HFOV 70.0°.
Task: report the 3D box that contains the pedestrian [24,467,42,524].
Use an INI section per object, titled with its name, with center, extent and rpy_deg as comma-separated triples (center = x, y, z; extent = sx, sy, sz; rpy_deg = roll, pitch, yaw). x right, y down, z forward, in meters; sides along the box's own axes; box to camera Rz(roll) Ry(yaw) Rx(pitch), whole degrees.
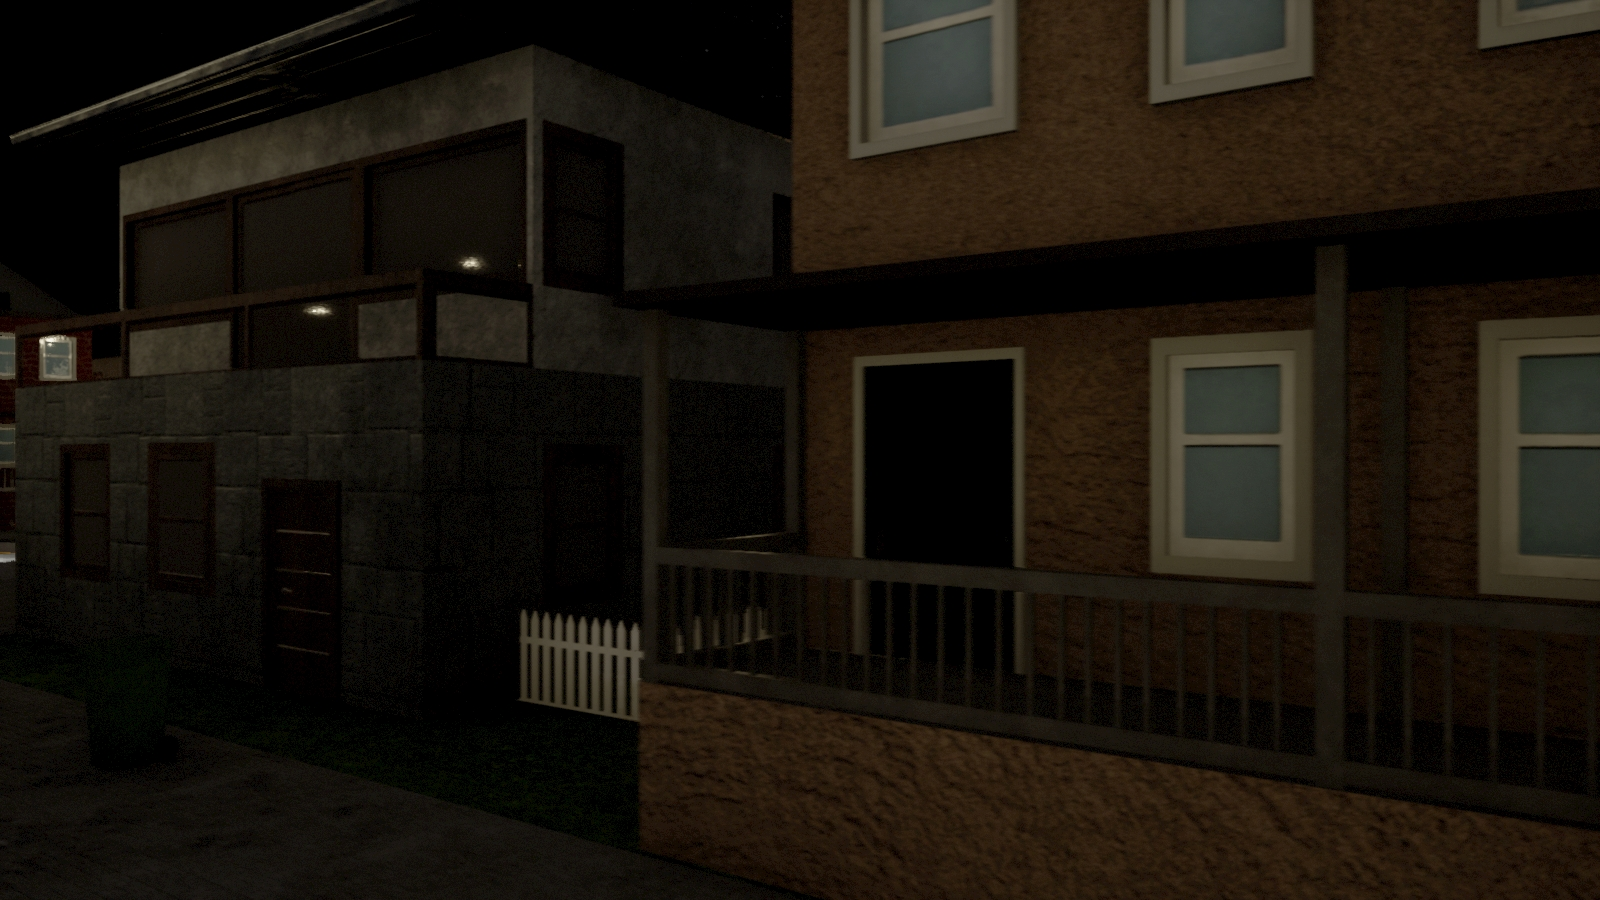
[pedestrian]
center = -25.520, 1.505, 38.012
extent = 0.375, 1.860, 0.375
rpy_deg = 0, 0, 36
